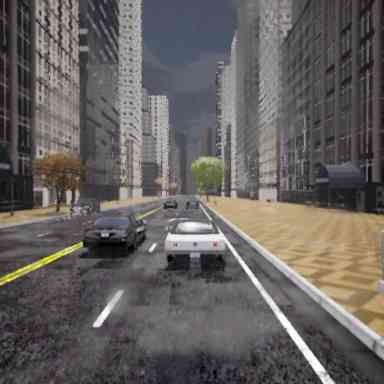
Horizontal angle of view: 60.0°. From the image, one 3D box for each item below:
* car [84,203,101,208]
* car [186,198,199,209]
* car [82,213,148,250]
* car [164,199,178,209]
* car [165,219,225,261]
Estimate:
[{"bbox_3d":[-9.753,1.316,30.709,2.128,1.511,4.902,0,0,0],"label":"car"},{"bbox_3d":[0.096,1.717,50.755,2.128,1.511,4.902,0,0,0],"label":"car"},{"bbox_3d":[-3.151,1.612,14.539,2.033,1.411,5.357,0,0,0],"label":"car"},{"bbox_3d":[-3.155,1.789,50.690,1.994,1.385,4.181,0,0,0],"label":"car"},{"bbox_3d":[0.099,1.656,12.431,1.895,1.301,4.718,0,0,0],"label":"car"}]
